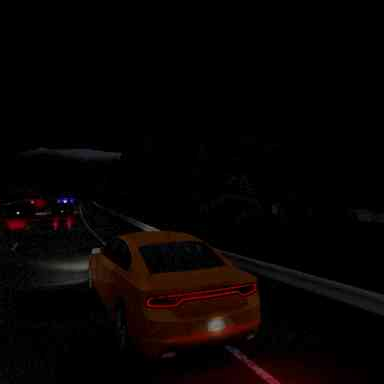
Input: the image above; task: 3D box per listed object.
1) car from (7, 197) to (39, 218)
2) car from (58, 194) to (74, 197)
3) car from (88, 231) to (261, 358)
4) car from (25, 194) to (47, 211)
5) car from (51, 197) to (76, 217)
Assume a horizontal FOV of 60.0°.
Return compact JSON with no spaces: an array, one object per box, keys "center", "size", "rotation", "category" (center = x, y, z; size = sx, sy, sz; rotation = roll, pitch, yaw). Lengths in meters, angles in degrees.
[{"center":[-15.348,1.505,30.064],"size":[1.837,1.490,4.892],"rotation":[0,0,-20],"category":"car"},{"center":[-15.669,1.221,41.359],"size":[2.150,2.045,5.566],"rotation":[0,0,-19],"category":"car"},{"center":[-0.746,1.478,6.315],"size":[1.882,1.535,5.008],"rotation":[0,0,-25],"category":"car"},{"center":[-18.826,1.221,39.945],"size":[2.150,2.045,5.566],"rotation":[0,0,-19],"category":"car"},{"center":[-12.183,1.492,31.479],"size":[2.128,1.511,4.902],"rotation":[0,0,-19],"category":"car"}]
